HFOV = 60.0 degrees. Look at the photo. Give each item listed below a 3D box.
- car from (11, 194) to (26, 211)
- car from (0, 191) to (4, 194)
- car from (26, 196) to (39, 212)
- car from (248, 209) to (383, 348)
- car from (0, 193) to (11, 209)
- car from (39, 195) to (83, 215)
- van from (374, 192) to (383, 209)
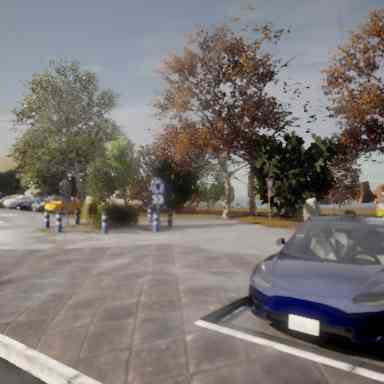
[{"bbox_3d":[-16.089,1.209,35.453,2.163,1.488,4.792,2,1,36],"label":"car"},{"bbox_3d":[-20.663,1.046,38.580,1.946,1.575,5.366,2,1,36],"label":"car"},{"bbox_3d":[-13.910,1.116,33.947,2.185,1.767,4.553,2,1,36],"label":"car"},{"bbox_3d":[2.755,1.194,5.938,2.163,1.488,4.792,1,1,36],"label":"car"},{"bbox_3d":[-18.315,1.154,37.102,2.002,1.452,4.674,2,1,36],"label":"car"},{"bbox_3d":[-11.691,1.306,32.292,2.097,1.535,5.008,2,1,36],"label":"car"},{"bbox_3d":[10.327,0.933,16.485,1.878,1.987,4.442,1,1,36],"label":"van"}]
